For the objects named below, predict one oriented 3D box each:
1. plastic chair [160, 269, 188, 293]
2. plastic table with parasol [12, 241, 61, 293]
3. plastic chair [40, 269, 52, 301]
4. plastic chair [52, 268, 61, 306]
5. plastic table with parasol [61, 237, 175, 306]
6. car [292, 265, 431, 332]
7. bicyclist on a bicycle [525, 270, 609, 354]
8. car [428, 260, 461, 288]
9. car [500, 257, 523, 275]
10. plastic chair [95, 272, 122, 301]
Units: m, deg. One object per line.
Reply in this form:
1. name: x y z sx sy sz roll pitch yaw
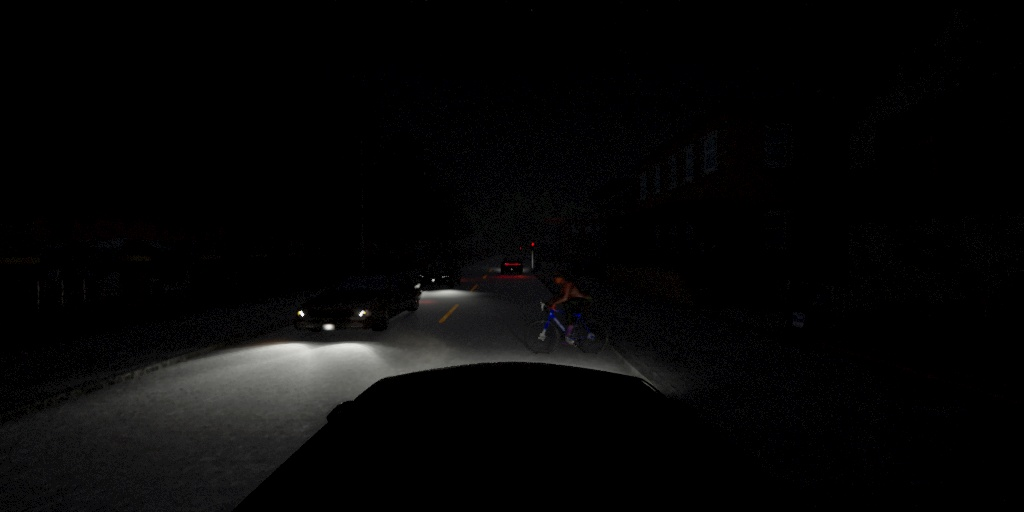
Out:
1. plastic chair: -13.045 1.167 13.966 0.730 1.272 0.750 0 0 -35
2. plastic table with parasol: -19.347 0.528 15.775 2.482 2.480 2.482 0 0 -40
3. plastic chair: -18.598 1.140 14.748 0.750 1.272 0.730 0 0 -40
4. plastic chair: -15.031 1.146 12.318 0.730 1.272 0.750 0 0 -40
5. plastic table with parasol: -14.015 0.548 13.061 2.482 2.480 2.482 0 0 -40
6. car: -4.132 1.182 10.728 2.033 1.411 5.357 0 1 0
7. bicyclist on a bicycle: 1.070 1.105 6.950 1.656 1.620 0.582 0 1 0
8. car: -4.172 0.999 21.377 1.837 1.490 4.892 0 1 0
9. car: -0.028 0.846 31.585 2.128 1.511 4.902 0 1 0
10. plastic chair: -13.255 1.166 12.039 0.750 1.272 0.730 0 0 -39
